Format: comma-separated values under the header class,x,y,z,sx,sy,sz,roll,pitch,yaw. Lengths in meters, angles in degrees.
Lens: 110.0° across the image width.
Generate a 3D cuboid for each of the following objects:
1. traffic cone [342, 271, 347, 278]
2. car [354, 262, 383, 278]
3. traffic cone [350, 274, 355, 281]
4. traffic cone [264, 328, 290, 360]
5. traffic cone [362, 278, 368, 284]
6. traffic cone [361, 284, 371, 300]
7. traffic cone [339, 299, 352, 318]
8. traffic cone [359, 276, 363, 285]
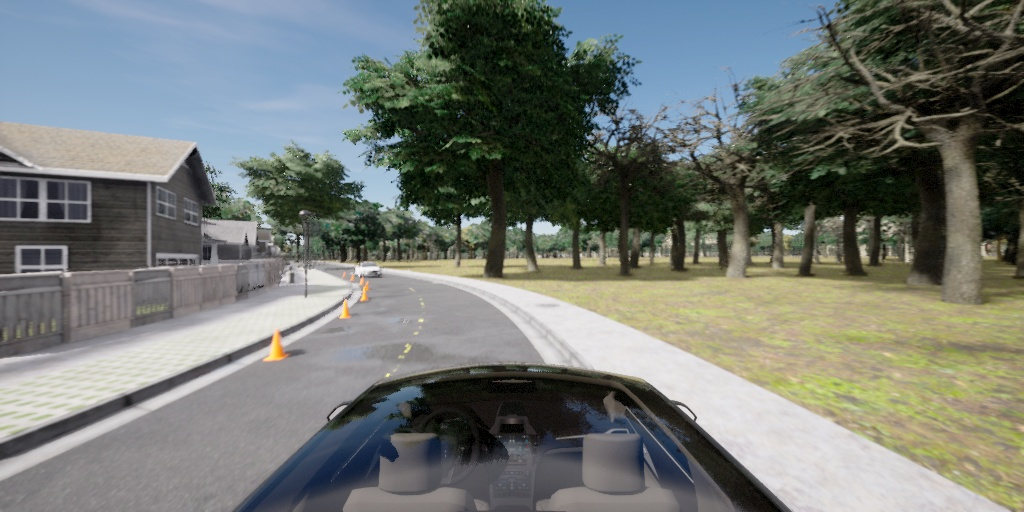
class,x,y,z,sx,sy,sz,roll,pitch,yaw
traffic cone,-15.687,1.737,33.575,0.340,0.580,0.340,0,0,-32
car,-13.514,1.295,33.693,1.812,1.442,4.674,0,0,-32
traffic cone,-13.030,1.730,29.340,0.340,0.580,0.340,0,0,-32
traffic cone,-4.681,1.736,7.154,0.340,0.580,0.340,0,0,-7
traffic cone,-8.428,1.723,20.904,0.340,0.580,0.340,0,0,-23
traffic cone,-6.747,1.724,16.445,0.340,0.580,0.340,0,0,-18
traffic cone,-5.494,1.729,11.847,0.340,0.580,0.340,0,0,-13
traffic cone,-10.522,1.725,25.182,0.340,0.580,0.340,0,0,-29
